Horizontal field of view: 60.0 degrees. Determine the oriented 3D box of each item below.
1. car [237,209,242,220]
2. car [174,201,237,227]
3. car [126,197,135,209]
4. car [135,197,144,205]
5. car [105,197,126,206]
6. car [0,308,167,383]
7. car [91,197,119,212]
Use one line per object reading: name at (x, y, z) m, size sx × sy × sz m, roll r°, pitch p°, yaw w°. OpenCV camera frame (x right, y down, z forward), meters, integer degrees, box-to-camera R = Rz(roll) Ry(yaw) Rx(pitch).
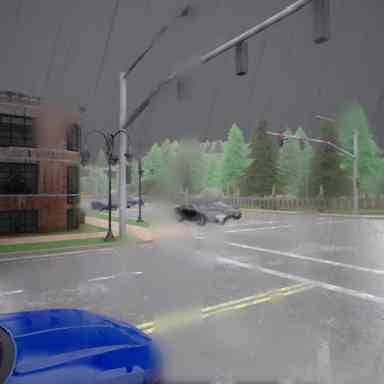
car at (2.022, 1.505, 27.210) m, size 1.837 × 1.490 × 4.892 m, roll 0°, pitch 0°, yaw -35°
car at (0.532, 1.491, 23.038) m, size 2.128 × 1.511 × 4.902 m, roll 0°, pitch 0°, yaw -32°
car at (-9.655, 1.565, 44.052) m, size 1.994 × 1.385 × 4.181 m, roll 0°, pitch 0°, yaw -34°
car at (-9.813, 1.526, 56.679) m, size 1.812 × 1.442 × 4.674 m, roll 0°, pitch 0°, yaw -35°
car at (-12.611, 1.564, 54.573) m, size 1.994 × 1.385 × 4.181 m, roll 0°, pitch 0°, yaw -35°
car at (-2.486, 1.478, 1.968) m, size 5.008 × 1.535 × 1.882 m, roll 0°, pitch 0°, yaw -36°
car at (-10.256, 1.477, 38.736) m, size 1.882 × 1.535 × 5.008 m, roll 0°, pitch 0°, yaw -35°
